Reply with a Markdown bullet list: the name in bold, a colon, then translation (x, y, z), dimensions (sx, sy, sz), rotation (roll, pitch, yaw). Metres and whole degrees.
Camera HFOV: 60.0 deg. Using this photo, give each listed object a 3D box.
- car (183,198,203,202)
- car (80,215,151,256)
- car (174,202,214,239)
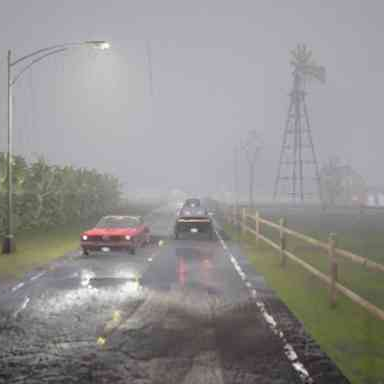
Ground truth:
- **car**: translation (0.088, 1.380, 35.131), dimensions (2.097, 1.767, 4.553), rotation (0, 0, 0)
- **car**: translation (-2.854, 1.607, 13.256), dimensions (1.895, 1.301, 4.718), rotation (0, 0, 0)
- **car**: translation (0.094, 1.501, 17.309), dimensions (2.128, 1.511, 4.902), rotation (0, 0, 0)
